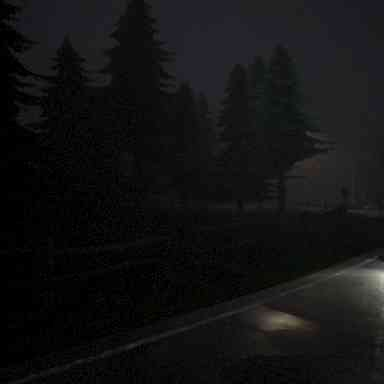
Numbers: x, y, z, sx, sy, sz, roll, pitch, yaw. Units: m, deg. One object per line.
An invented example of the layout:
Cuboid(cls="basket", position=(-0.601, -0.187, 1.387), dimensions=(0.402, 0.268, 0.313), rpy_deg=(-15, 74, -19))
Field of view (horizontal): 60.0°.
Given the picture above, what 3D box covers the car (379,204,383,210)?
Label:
Cuboid(cls="car", position=(19.044, 1.347, 30.194), dimensions=(2.128, 1.511, 4.902), rpy_deg=(0, 0, -1))
